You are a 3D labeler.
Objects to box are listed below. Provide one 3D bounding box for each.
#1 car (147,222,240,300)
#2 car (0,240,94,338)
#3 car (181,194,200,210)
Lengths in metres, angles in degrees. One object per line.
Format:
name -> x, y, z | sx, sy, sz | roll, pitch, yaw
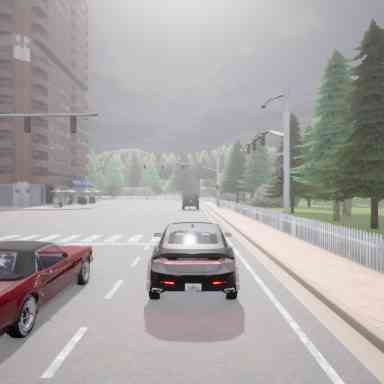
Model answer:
car -> 0.022, 1.492, 8.378 | 2.128, 1.511, 4.902 | 0, 0, 0
car -> -3.451, 1.601, 6.529 | 1.895, 1.301, 4.718 | 0, 0, 0
car -> -0.186, 1.222, 43.738 | 2.150, 2.045, 5.566 | 0, 0, -1
